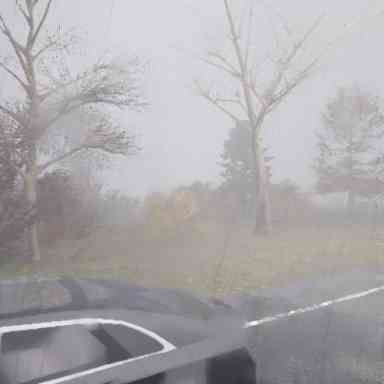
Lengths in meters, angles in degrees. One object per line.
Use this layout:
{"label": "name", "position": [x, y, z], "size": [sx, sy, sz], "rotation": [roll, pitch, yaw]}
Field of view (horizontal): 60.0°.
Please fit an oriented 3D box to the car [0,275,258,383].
{"label": "car", "position": [-1.767, 1.513, 2.419], "size": [4.902, 1.511, 2.128], "rotation": [0, 0, -29]}
